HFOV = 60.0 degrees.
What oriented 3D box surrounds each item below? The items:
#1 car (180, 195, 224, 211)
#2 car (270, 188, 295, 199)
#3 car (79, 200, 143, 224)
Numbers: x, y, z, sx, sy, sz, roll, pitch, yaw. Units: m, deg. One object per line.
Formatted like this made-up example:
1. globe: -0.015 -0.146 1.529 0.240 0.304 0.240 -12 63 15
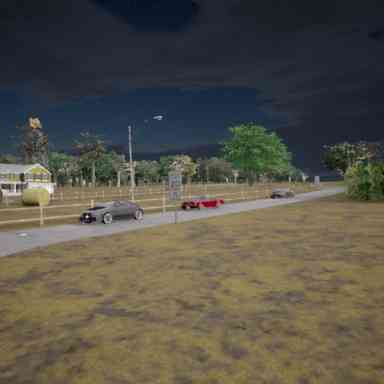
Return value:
1. car: 0.957 0.959 29.978 1.895 1.301 4.718 -2 1 36
2. car: 12.625 0.197 46.245 2.033 1.411 5.357 -2 1 36
3. car: -5.111 1.238 21.467 1.994 1.385 4.181 -2 1 36
